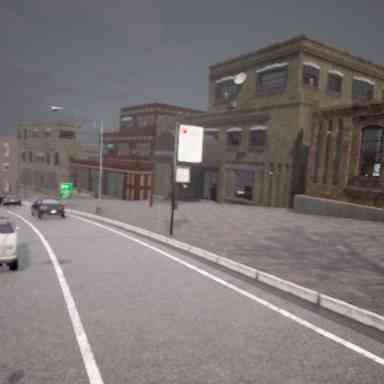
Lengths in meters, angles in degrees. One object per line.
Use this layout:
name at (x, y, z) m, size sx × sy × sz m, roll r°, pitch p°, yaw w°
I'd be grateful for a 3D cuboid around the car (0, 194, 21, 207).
car at (-21.509, 0.915, 39.024) m, size 1.994 × 1.385 × 4.181 m, roll -2°, pitch 2°, yaw -40°

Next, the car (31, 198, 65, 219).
car at (-10.762, 1.139, 24.763) m, size 1.812 × 1.442 × 4.674 m, roll 0°, pitch 1°, yaw -33°

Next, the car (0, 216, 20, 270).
car at (-6.199, 1.431, 9.926) m, size 1.895 × 1.301 × 4.718 m, roll 0°, pitch 1°, yaw -28°
